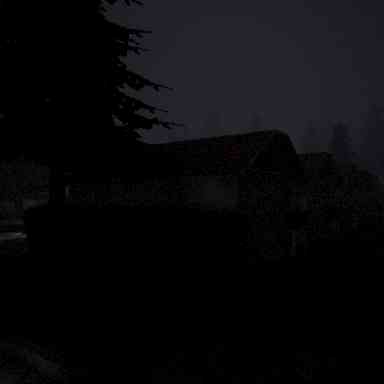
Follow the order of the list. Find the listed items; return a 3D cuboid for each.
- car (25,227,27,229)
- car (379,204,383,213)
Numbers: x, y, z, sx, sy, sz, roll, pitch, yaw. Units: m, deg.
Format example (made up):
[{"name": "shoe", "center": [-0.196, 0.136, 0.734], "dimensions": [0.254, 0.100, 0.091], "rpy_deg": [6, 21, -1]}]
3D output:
[{"name": "car", "center": [-9.408, 1.868, 23.729], "dimensions": [2.097, 1.767, 4.553], "rpy_deg": [-1, -1, 36]}, {"name": "car", "center": [22.620, 2.039, 41.475], "dimensions": [4.902, 1.511, 2.128], "rpy_deg": [-1, -1, 29]}]
